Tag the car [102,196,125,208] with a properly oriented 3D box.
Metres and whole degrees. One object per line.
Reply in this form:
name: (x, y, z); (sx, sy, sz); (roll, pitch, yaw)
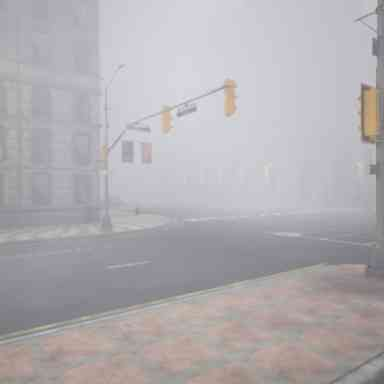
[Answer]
car: (-11.138, 1.387, 47.305); (1.882, 1.535, 5.008); (0, 0, -35)
